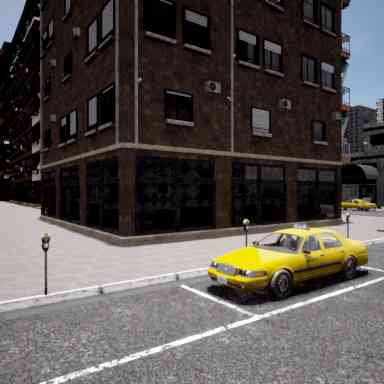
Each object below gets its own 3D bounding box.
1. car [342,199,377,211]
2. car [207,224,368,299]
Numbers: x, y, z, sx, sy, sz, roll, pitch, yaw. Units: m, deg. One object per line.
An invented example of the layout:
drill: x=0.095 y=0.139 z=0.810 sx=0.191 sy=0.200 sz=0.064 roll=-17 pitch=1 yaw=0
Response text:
car: x=19.270 y=1.469 z=39.636 sx=1.752 sy=1.417 sz=4.829 roll=0 pitch=0 yaw=-35
car: x=2.594 y=1.525 z=8.416 sx=4.829 sy=1.417 sz=1.752 roll=0 pitch=0 yaw=-36
